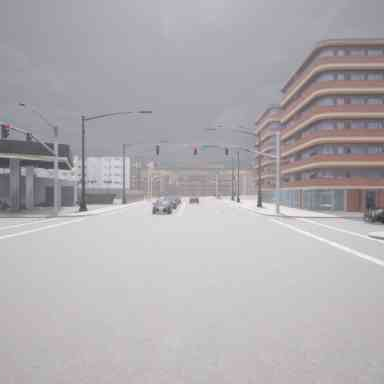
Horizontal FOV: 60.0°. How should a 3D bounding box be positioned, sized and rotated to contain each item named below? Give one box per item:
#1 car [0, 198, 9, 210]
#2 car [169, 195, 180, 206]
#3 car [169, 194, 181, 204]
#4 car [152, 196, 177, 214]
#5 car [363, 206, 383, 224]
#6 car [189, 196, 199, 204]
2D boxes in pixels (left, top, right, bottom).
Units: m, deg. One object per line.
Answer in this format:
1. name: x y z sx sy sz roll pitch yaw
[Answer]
1. car: -23.941 1.456 39.386 3.806 1.475 1.970 0 0 1
2. car: -3.131 1.352 44.911 2.097 1.767 4.553 0 0 0
3. car: -3.204 1.352 65.083 2.097 1.767 4.553 0 0 0
4. car: -3.074 1.491 35.193 2.128 1.511 4.902 0 0 0
5. car: 14.724 1.352 23.642 4.553 1.767 2.097 0 0 1
6. car: 0.435 1.525 65.786 1.812 1.442 4.674 0 0 0
